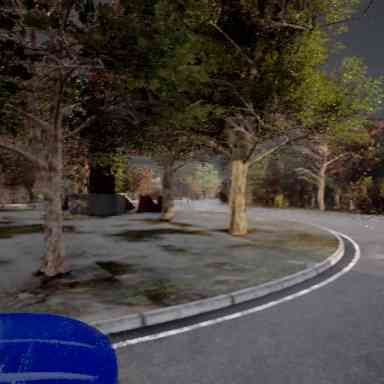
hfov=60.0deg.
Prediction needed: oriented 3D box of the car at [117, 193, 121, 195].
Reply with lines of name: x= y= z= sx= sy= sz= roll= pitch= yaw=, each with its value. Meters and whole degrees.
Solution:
car: x=-10.236 y=0.971 z=39.360 sx=4.553 sy=1.767 sz=2.097 roll=1 pitch=0 yaw=0

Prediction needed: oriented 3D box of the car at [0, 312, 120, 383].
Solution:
car: x=-2.985 y=1.429 z=2.073 sx=5.008 sy=1.535 sz=1.882 roll=0 pitch=0 yaw=-19
